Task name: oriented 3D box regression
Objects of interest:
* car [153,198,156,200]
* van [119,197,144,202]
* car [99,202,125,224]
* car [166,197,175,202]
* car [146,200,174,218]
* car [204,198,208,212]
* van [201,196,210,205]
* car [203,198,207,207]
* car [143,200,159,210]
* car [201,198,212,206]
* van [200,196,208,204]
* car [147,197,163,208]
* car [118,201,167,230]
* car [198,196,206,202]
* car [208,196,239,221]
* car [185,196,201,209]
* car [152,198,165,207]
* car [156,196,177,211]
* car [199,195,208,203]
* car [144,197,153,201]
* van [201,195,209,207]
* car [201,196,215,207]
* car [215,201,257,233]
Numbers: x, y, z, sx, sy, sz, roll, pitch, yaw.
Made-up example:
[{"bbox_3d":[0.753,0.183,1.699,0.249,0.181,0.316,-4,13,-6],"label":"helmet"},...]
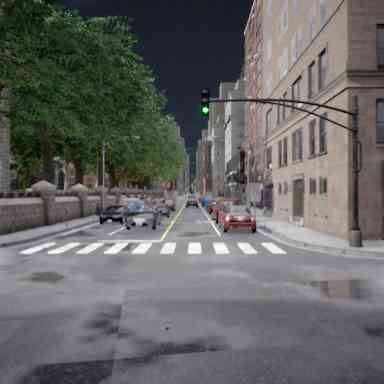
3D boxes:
[{"bbox_3d":[-5.830,1.515,41.982,2.192,1.841,5.009,0,0,0],"label":"car"},{"bbox_3d":[-5.836,1.490,31.167,1.690,1.788,3.998,0,0,0],"label":"van"},{"bbox_3d":[-5.840,1.689,25.759,1.947,1.339,4.313,0,0,0],"label":"car"},{"bbox_3d":[-5.801,1.978,90.647,2.008,1.369,4.403,0,0,0],"label":"car"},{"bbox_3d":[-3.084,1.716,31.925,1.994,1.385,4.181,0,0,-1],"label":"car"},{"bbox_3d":[2.692,1.719,36.553,1.887,1.381,4.507,0,0,0],"label":"car"},{"bbox_3d":[2.712,1.669,69.004,1.690,1.788,3.998,0,0,0],"label":"van"},{"bbox_3d":[2.695,1.782,41.962,1.802,1.307,4.206,0,0,0],"label":"car"},{"bbox_3d":[-5.827,1.807,47.388,1.802,1.307,4.206,0,0,0],"label":"car"},{"bbox_3d":[2.708,1.868,63.594,1.947,1.339,4.313,0,0,0],"label":"car"},{"bbox_3d":[2.715,1.694,74.411,1.690,1.788,3.998,0,0,0],"label":"van"},{"bbox_3d":[-5.823,1.691,52.797,1.967,1.590,4.097,0,0,0],"label":"car"},{"bbox_3d":[-3.083,1.596,21.909,2.128,1.511,4.902,0,0,0],"label":"car"},{"bbox_3d":[2.725,1.868,90.636,1.967,1.590,4.097,0,0,0],"label":"car"},{"bbox_3d":[2.686,1.438,25.738,2.192,1.841,5.009,0,0,0],"label":"car"},{"bbox_3d":[0.032,1.749,51.343,1.837,1.490,4.892,0,0,0],"label":"car"},{"bbox_3d":[-5.820,1.821,58.203,1.887,1.381,4.507,0,0,0],"label":"car"},{"bbox_3d":[-3.061,1.678,42.173,1.882,1.535,5.008,0,0,0],"label":"car"},{"bbox_3d":[2.719,1.693,79.821,2.192,1.841,5.009,0,0,0],"label":"car"},{"bbox_3d":[-5.833,1.614,36.575,1.967,1.590,4.097,0,0,0],"label":"car"},{"bbox_3d":[2.702,1.592,52.779,1.690,1.788,3.998,0,0,0],"label":"van"},{"bbox_3d":[2.706,1.592,58.187,2.192,1.841,5.009,0,0,0],"label":"car"},{"bbox_3d":[2.682,1.538,20.330,1.967,1.590,4.097,0,0,0],"label":"car"}]
